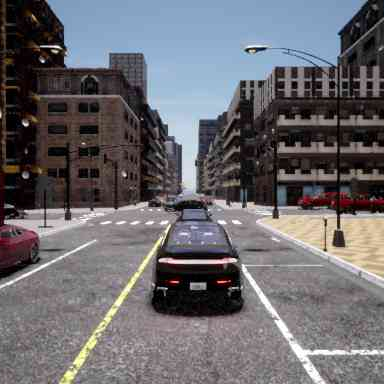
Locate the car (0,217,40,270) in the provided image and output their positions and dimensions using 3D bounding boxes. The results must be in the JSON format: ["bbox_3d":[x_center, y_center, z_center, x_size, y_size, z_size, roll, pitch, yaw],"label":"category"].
[{"bbox_3d":[-5.732,1.582,9.232,1.802,1.307,4.206,0,0,0],"label":"car"}]

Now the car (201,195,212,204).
[{"bbox_3d":[2.750,1.462,62.614,1.967,1.590,4.097,0,0,0],"label":"car"}]

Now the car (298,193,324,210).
[{"bbox_3d":[14.595,1.015,37.552,5.009,1.841,2.192,-1,1,0],"label":"car"}]

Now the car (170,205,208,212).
[{"bbox_3d":[0.115,1.565,17.054,1.994,1.385,4.181,0,0,0],"label":"car"}]

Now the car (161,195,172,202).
[{"bbox_3d":[-5.620,1.470,73.985,1.967,1.590,4.097,0,0,0],"label":"car"}]

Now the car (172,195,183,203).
[{"bbox_3d":[-2.942,1.504,68.504,1.882,1.535,5.008,0,0,0],"label":"car"}]

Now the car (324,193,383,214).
[{"bbox_3d":[14.722,1.029,29.173,5.009,1.841,2.192,-1,1,0],"label":"car"}]

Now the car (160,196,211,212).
[{"bbox_3d":[-0.628,1.512,34.866,4.674,1.442,1.812,-1,0,0],"label":"car"}]

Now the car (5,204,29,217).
[{"bbox_3d":[-18.140,1.806,31.524,4.902,1.511,2.128,-1,0,0],"label":"car"}]

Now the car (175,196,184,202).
[{"bbox_3d":[-2.924,1.572,79.072,2.033,1.411,5.357,0,0,0],"label":"car"}]

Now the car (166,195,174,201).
[{"bbox_3d":[-5.609,1.481,85.351,1.967,1.590,4.097,0,0,0],"label":"car"}]

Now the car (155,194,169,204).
[{"bbox_3d":[-5.631,1.337,62.620,2.192,1.841,5.009,0,0,0],"label":"car"}]

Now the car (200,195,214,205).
[{"bbox_3d":[2.744,1.458,56.932,1.967,1.590,4.097,0,0,0],"label":"car"}]

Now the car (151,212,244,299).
[{"bbox_3d":[0.110,1.491,8.439,2.128,1.511,4.902,0,0,0],"label":"car"}]

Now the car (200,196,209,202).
[{"bbox_3d":[2.761,1.612,73.979,1.802,1.307,4.206,0,0,0],"label":"car"}]

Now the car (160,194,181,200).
[{"bbox_3d":[-3.019,1.365,48.203,2.097,1.767,4.553,0,0,0],"label":"car"}]

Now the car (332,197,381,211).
[{"bbox_3d":[17.222,1.220,35.004,4.181,1.385,1.994,-1,0,-1],"label":"car"}]

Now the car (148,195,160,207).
[{"bbox_3d":[-5.641,1.581,51.255,1.947,1.339,4.313,0,0,0],"label":"car"}]
